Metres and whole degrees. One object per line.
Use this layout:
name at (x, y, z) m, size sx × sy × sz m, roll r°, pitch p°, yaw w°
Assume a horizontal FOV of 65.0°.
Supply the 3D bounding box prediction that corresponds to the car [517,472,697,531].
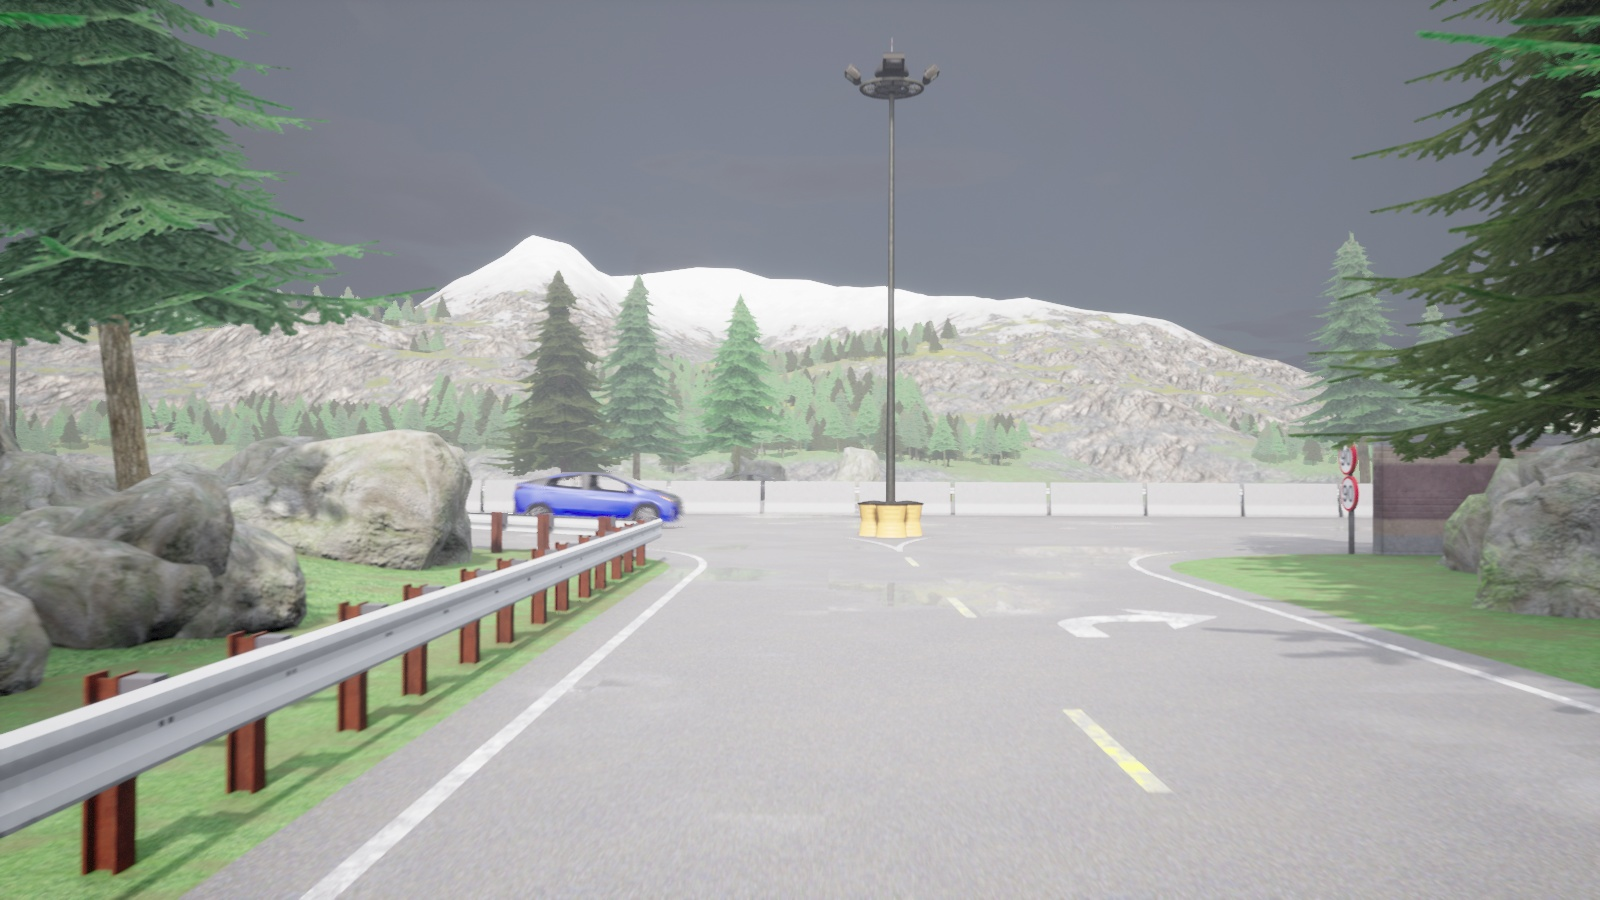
car at (-5.123, 1.351, 33.767) m, size 4.514 × 1.525 × 2.007 m, roll 0°, pitch -1°, yaw 2°

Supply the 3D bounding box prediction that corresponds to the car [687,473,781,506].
car at (-3.033, 1.819, 58.209) m, size 4.193 × 1.474 × 1.816 m, roll 0°, pitch -1°, yaw 2°
